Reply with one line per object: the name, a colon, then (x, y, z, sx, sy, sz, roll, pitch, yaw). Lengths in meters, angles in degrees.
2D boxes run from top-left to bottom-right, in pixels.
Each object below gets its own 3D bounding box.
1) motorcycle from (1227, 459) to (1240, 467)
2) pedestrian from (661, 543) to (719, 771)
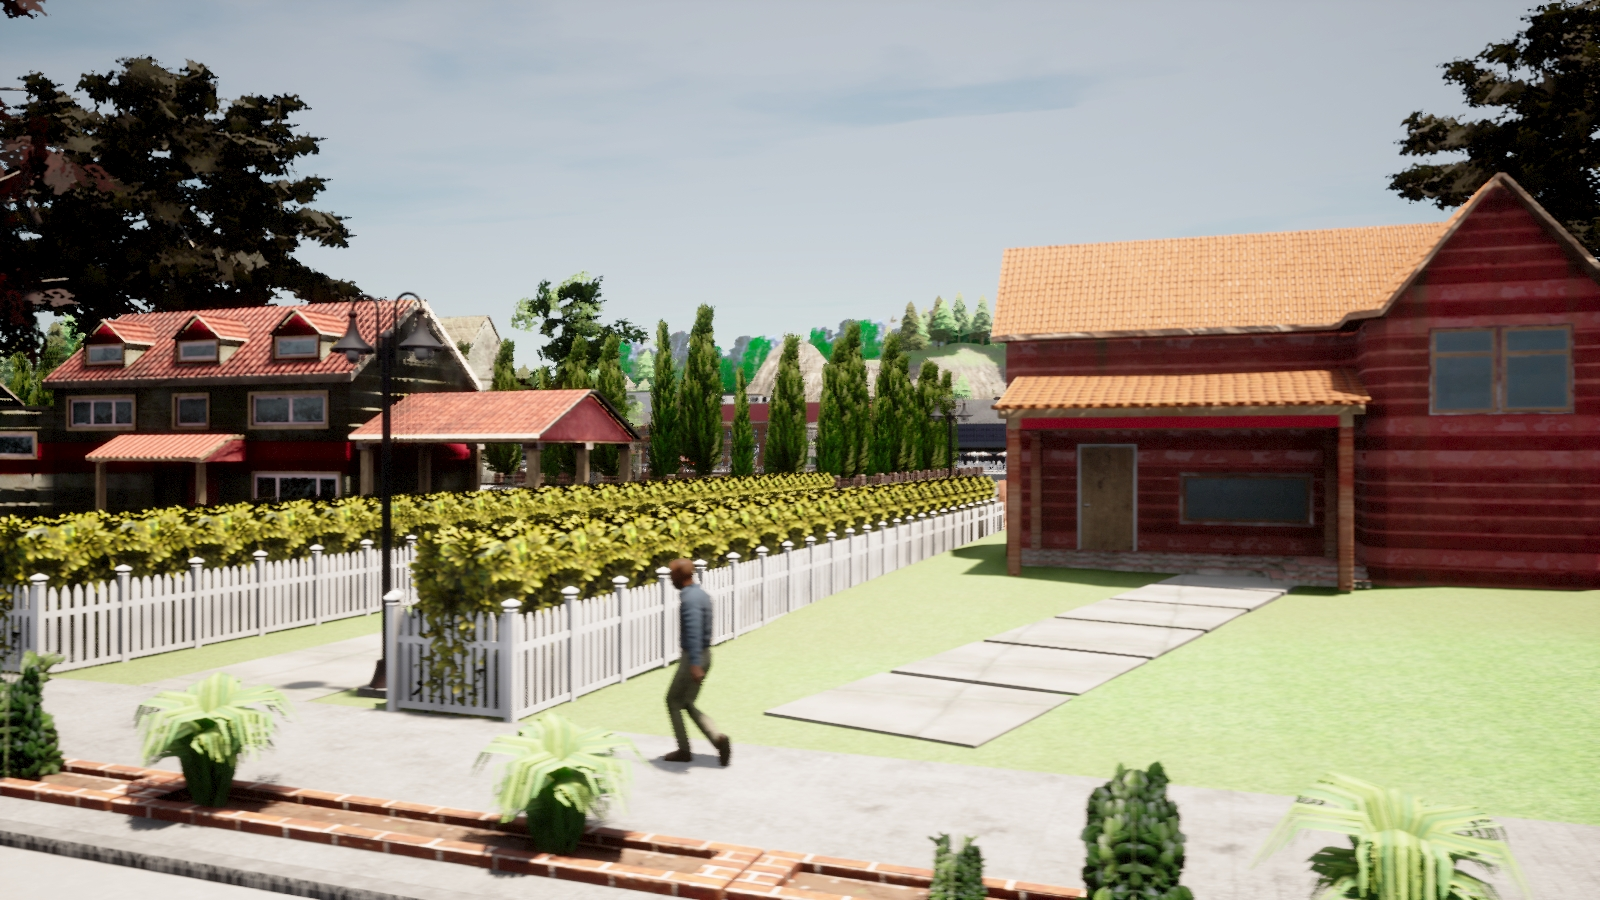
motorcycle: (72.240, 2.185, 190.335, 2.033, 1.199, 0.803, 0, 0, 20)
pedestrian: (-0.937, 1.743, 9.759, 0.375, 1.860, 0.375, 0, 0, 18)
